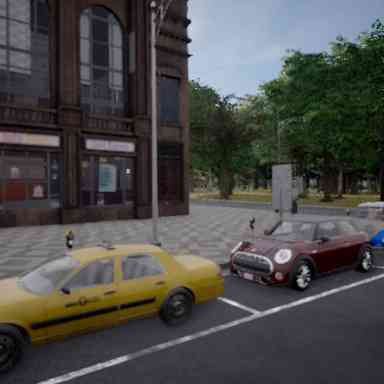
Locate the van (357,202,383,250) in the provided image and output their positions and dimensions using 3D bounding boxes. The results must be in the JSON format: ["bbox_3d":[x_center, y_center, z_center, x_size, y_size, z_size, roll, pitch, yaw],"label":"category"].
[{"bbox_3d":[7.336,1.224,11.882,3.998,1.788,1.690,-1,0,-35],"label":"van"}]

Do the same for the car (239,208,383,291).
[{"bbox_3d":[2.910,1.373,8.725,4.097,1.590,1.967,-1,0,-35],"label":"car"}]

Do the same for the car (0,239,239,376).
[{"bbox_3d":[-1.655,1.510,5.470,4.829,1.417,1.752,-1,0,-35],"label":"car"}]
